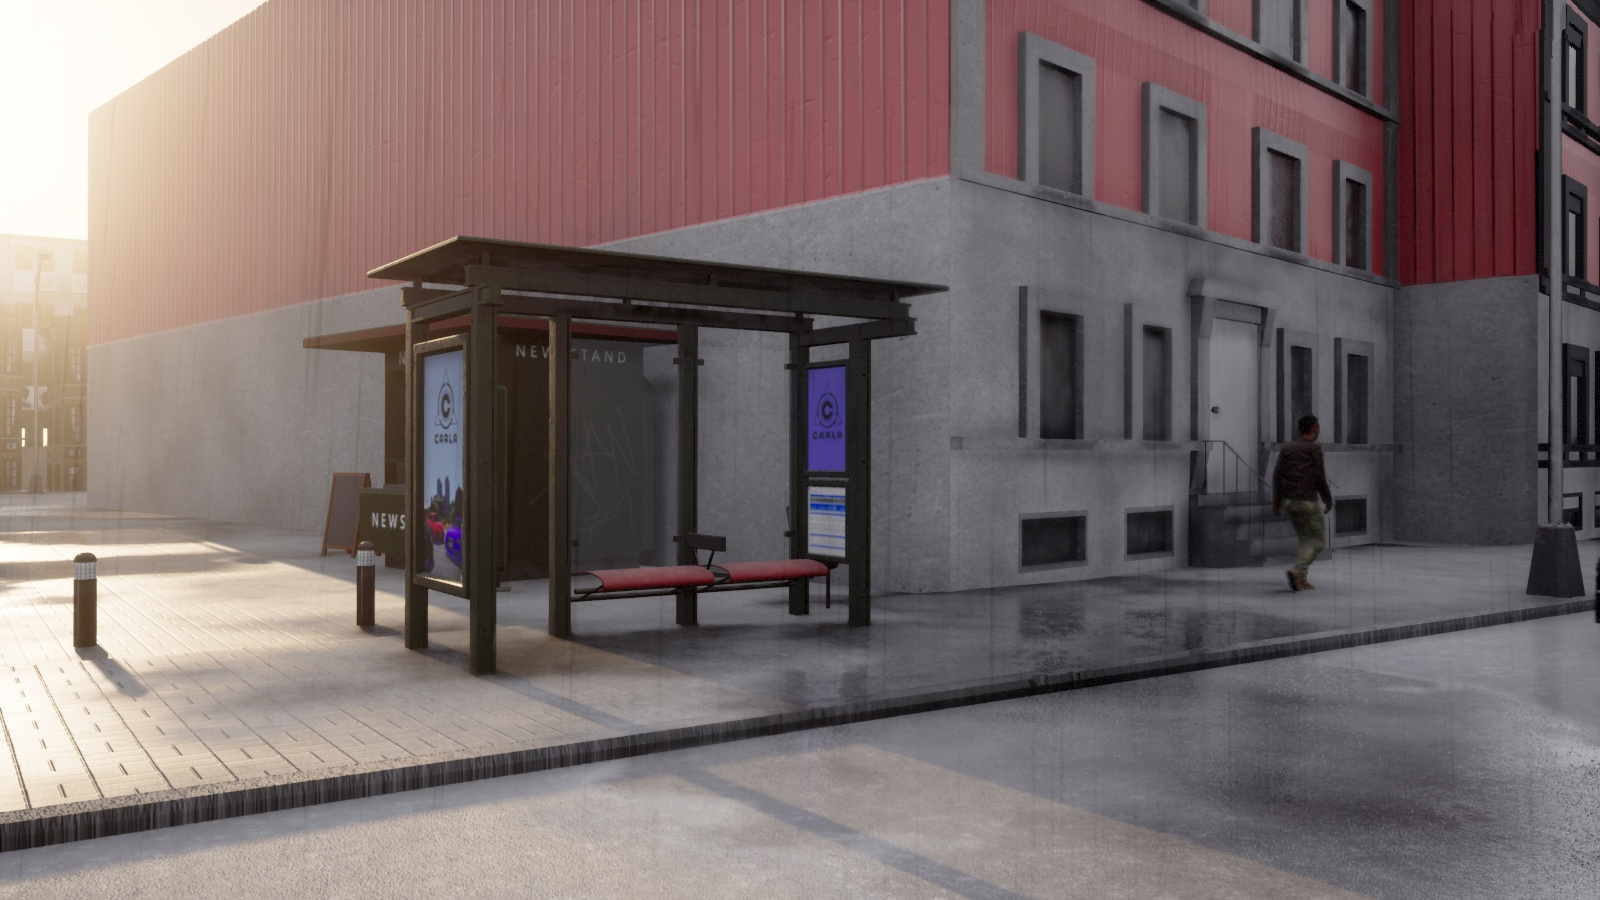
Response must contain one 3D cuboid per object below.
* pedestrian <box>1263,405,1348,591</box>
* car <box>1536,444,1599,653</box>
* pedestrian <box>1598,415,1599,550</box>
[{"bbox_3d":[5.132,0.475,12.751,0.703,1.840,0.431,0,0,-26],"label":"pedestrian"},{"bbox_3d":[8.140,0.708,9.940,4.902,1.511,2.128,0,0,-35],"label":"car"},{"bbox_3d":[12.032,0.473,17.918,0.873,1.952,0.659,0,0,-8],"label":"pedestrian"}]
